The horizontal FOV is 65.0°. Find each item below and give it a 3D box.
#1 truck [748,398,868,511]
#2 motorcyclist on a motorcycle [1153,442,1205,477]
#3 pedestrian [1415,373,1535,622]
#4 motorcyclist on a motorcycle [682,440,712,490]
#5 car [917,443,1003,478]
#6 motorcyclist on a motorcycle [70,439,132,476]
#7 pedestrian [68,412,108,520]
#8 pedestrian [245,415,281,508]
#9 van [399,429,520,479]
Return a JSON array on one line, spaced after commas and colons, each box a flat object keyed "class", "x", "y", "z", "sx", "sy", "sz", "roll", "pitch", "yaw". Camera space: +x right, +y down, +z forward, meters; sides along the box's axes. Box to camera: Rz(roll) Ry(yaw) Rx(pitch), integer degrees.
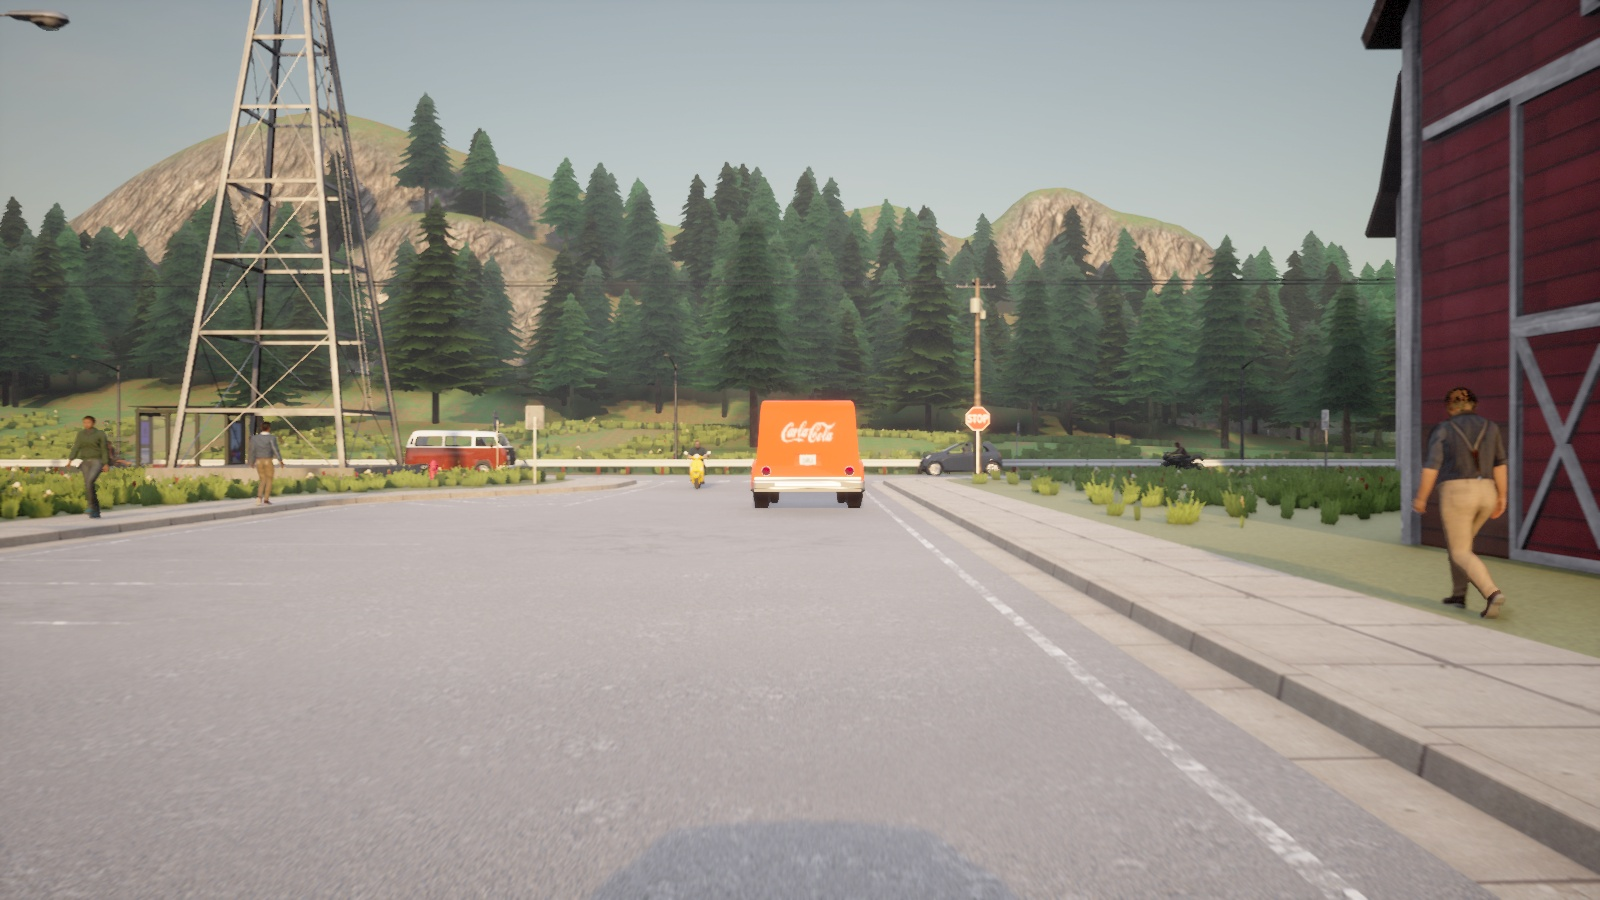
[{"class": "truck", "x": 0.188, "y": 0.091, "z": 30.045, "sx": 2.627, "sy": 2.467, "sz": 5.204, "roll": 0, "pitch": 0, "yaw": 0}, {"class": "motorcyclist on a motorcycle", "x": 16.700, "y": 0.430, "z": 55.349, "sx": 2.044, "sy": 1.523, "sz": 0.797, "roll": 0, "pitch": 0, "yaw": 1}, {"class": "pedestrian", "x": 5.180, "y": 0.351, "z": 9.666, "sx": 0.540, "sy": 1.848, "sz": 0.694, "roll": 0, "pitch": 0, "yaw": -2}, {"class": "motorcyclist on a motorcycle", "x": -3.307, "y": 0.469, "z": 40.454, "sx": 0.866, "sy": 1.590, "sz": 1.817, "roll": 0, "pitch": 0, "yaw": -1}, {"class": "car", "x": 7.049, "y": 0.453, "z": 55.575, "sx": 3.633, "sy": 1.501, "sz": 1.845, "roll": 0, "pitch": 0, "yaw": 1}, {"class": "motorcyclist on a motorcycle", "x": -31.415, "y": 0.353, "z": 56.473, "sx": 2.350, "sy": 1.649, "sz": 0.766, "roll": 0, "pitch": 0, "yaw": 1}, {"class": "pedestrian", "x": -12.363, "y": 0.269, "z": 21.815, "sx": 0.353, "sy": 1.847, "sz": 0.614, "roll": 0, "pitch": 0, "yaw": -1}, {"class": "pedestrian", "x": -11.408, "y": 0.242, "z": 26.686, "sx": 0.423, "sy": 1.949, "sz": 0.788, "roll": 0, "pitch": 0, "yaw": 1}, {"class": "van", "x": -14.221, "y": 0.163, "z": 52.569, "sx": 4.480, "sy": 2.038, "sz": 2.069, "roll": 0, "pitch": 0, "yaw": 1}]
